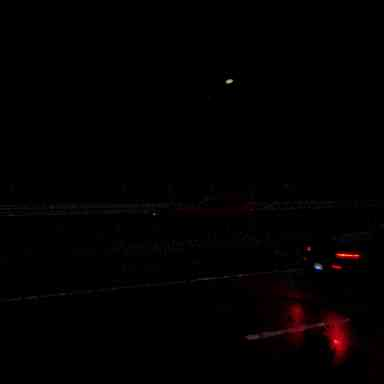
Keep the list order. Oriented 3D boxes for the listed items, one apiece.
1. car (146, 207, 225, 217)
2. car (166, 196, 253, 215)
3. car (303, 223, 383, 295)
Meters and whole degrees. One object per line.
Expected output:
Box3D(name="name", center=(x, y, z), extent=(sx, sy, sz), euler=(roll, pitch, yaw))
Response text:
Box3D(name="car", center=(-0.905, 1.682, 17.706), extent=(4.718, 1.301, 1.895), euler=(0, 0, -21))
Box3D(name="car", center=(1.402, 1.313, 22.331), extent=(5.566, 2.045, 2.150), euler=(0, 0, -21))
Box3D(name="car", center=(5.076, 1.544, 8.545), extent=(4.674, 1.442, 1.812), euler=(0, 0, -21))
